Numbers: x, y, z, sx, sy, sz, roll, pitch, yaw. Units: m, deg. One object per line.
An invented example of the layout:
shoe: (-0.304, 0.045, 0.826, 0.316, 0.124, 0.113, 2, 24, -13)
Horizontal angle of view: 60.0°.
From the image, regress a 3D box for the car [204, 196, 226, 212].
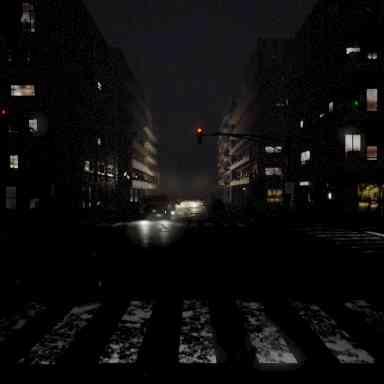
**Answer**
car: (2.726, 1.448, 37.916, 1.967, 1.590, 4.097, 0, 0, 0)

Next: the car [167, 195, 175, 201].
car: (-5.607, 1.594, 89.063, 2.008, 1.369, 4.403, 0, 0, 0)

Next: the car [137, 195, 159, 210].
car: (-5.649, 1.326, 43.604, 2.192, 1.841, 5.009, 0, 0, 0)

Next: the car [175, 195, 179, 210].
car: (-3.058, 1.363, 40.126, 2.097, 1.767, 4.553, 0, 0, 0)

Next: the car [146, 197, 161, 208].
car: (-5.644, 1.539, 49.117, 1.752, 1.417, 4.829, 0, 0, 0)

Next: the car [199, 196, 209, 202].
car: (2.763, 1.584, 77.693, 2.008, 1.369, 4.403, 0, 0, 0)

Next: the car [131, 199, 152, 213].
car: (-5.655, 1.533, 37.752, 1.752, 1.417, 4.829, 0, 0, 0)

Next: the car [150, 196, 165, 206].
car: (-5.638, 1.457, 54.969, 1.967, 1.590, 4.097, 0, 0, 0)

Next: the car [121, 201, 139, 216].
car: (-5.660, 1.572, 32.239, 1.947, 1.339, 4.313, 0, 0, 0)

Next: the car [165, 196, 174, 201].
car: (-5.612, 1.589, 83.380, 2.008, 1.369, 4.403, 0, 0, 0)

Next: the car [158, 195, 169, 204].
car: (-5.628, 1.464, 66.335, 1.967, 1.590, 4.097, 0, 0, 0)

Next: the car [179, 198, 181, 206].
car: (-3.023, 1.369, 55.435, 2.097, 1.767, 4.553, 0, 0, 0)

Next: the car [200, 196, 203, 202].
car: (2.742, 1.598, 54.963, 1.802, 1.307, 4.206, 0, 0, 0)

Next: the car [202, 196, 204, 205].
car: (2.731, 1.451, 43.598, 1.967, 1.590, 4.097, 0, 0, 0)

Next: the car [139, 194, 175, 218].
car: (-3.090, 1.227, 30.212, 2.150, 2.045, 5.566, 0, 0, 1)
